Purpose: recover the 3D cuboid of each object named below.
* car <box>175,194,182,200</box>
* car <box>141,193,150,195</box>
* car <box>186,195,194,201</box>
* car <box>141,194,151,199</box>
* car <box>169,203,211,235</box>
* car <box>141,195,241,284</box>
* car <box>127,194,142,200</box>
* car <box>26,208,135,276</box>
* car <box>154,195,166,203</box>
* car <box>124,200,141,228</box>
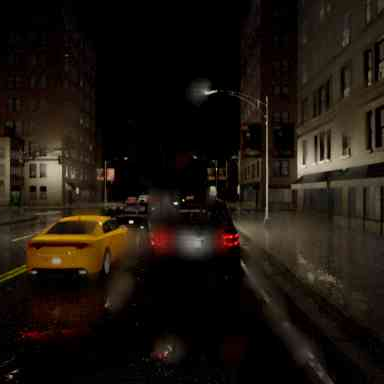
[{"bbox_3d":[-3.802,1.294,91.958,1.837,1.490,4.892,0,0,0],"label":"car"},{"bbox_3d":[-10.182,1.169,72.067,2.150,2.045,5.566,0,0,0],"label":"car"},{"bbox_3d":[-0.489,1.410,81.558,1.882,1.535,5.008,0,0,0],"label":"car"},{"bbox_3d":[-6.920,1.522,56.908,1.994,1.385,4.181,0,0,0],"label":"car"},{"bbox_3d":[-0.114,1.479,19.600,2.128,1.511,4.902,0,0,0],"label":"car"},{"bbox_3d":[0.045,1.214,9.670,2.150,2.045,5.566,0,0,0],"label":"car"},{"bbox_3d":[-10.170,1.522,56.863,1.994,1.385,4.181,0,0,0],"label":"car"},{"bbox_3d":[-3.210,1.471,10.312,1.882,1.535,5.008,0,0,0],"label":"car"},{"bbox_3d":[-6.932,1.483,72.051,2.033,1.411,5.357,0,0,0],"label":"car"},{"bbox_3d":[-3.269,1.465,20.306,1.882,1.535,5.008,0,0,0],"label":"car"}]
